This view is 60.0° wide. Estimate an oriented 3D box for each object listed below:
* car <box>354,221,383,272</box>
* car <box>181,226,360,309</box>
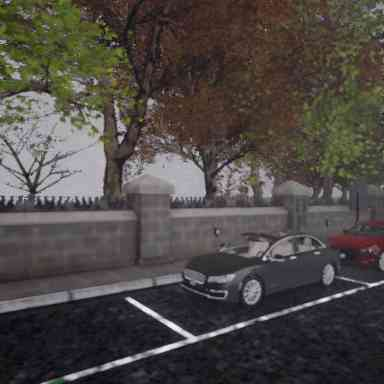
[{"bbox_3d":[6.280,1.654,11.189,4.507,1.381,1.887,1,0,-35],"label":"car"},{"bbox_3d":[1.798,1.607,7.932,4.403,1.369,2.008,1,0,-35],"label":"car"}]
